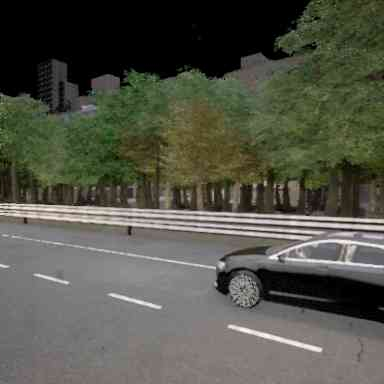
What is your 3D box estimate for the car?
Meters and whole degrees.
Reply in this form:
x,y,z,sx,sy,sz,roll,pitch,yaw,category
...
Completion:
x,y,z,sx,sy,sz,roll,pitch,yaw,category
2.712,1.500,6.234,4.902,1.511,2.128,0,0,35,car
